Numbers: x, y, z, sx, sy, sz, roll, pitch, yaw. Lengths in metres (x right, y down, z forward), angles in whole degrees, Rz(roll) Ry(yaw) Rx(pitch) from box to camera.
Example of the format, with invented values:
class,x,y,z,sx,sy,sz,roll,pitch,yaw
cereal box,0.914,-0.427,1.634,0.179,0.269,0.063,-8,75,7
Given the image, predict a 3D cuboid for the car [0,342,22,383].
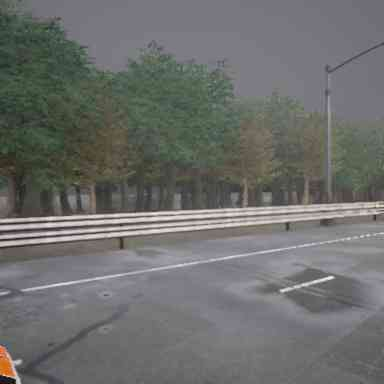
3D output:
class,x,y,z,sx,sy,sz,roll,pitch,yaw
car,-3.210,1.361,1.457,4.553,1.767,2.097,0,0,-35
